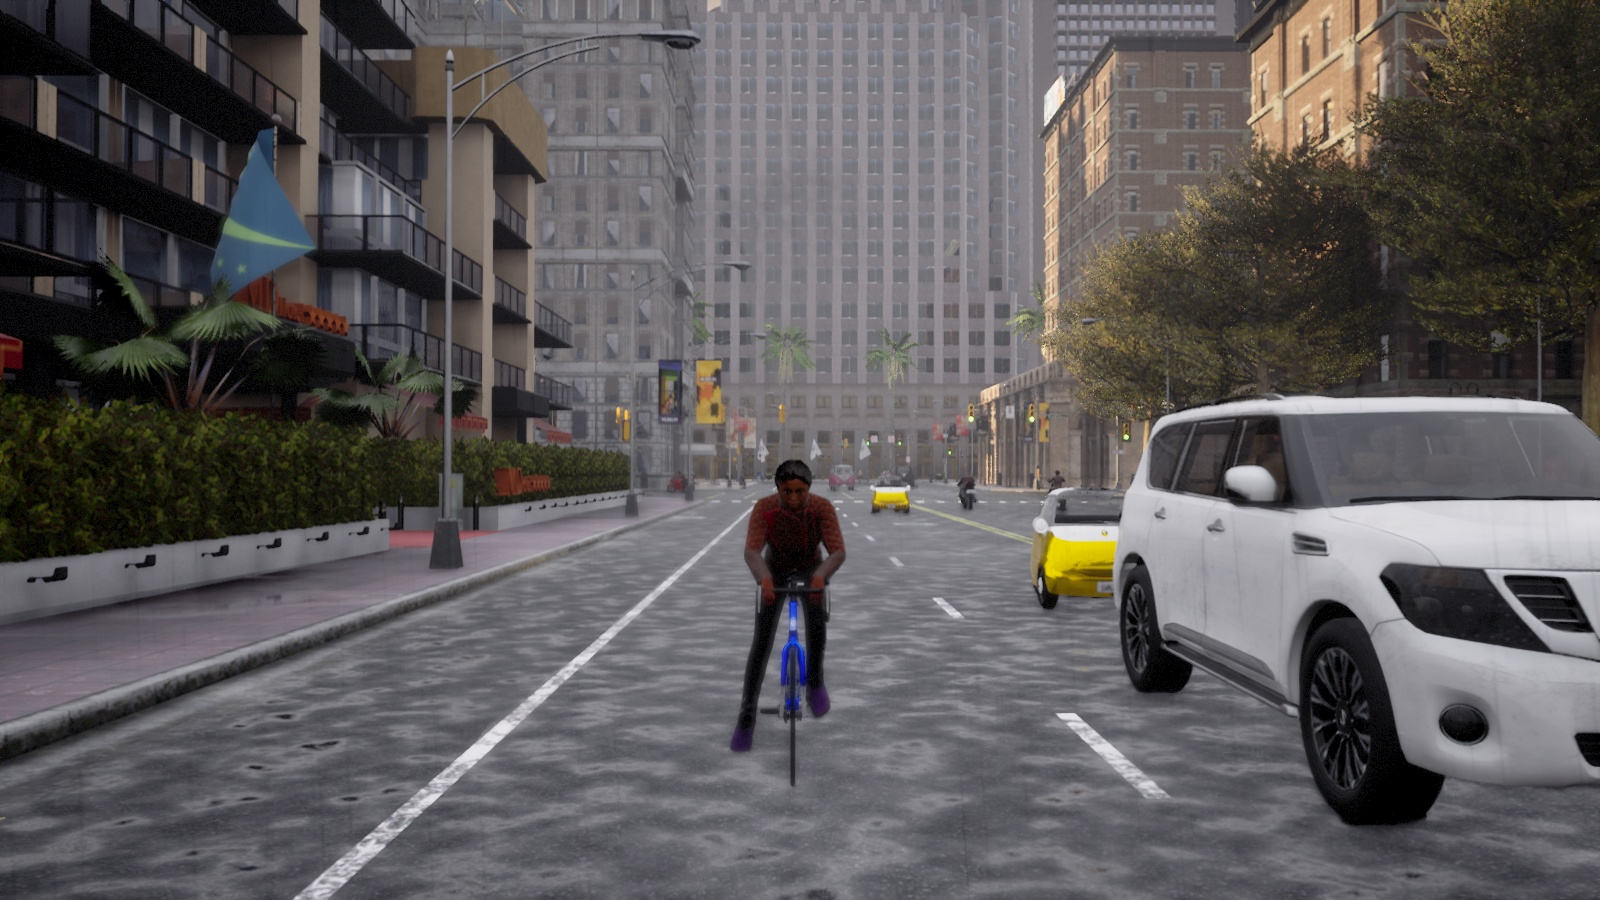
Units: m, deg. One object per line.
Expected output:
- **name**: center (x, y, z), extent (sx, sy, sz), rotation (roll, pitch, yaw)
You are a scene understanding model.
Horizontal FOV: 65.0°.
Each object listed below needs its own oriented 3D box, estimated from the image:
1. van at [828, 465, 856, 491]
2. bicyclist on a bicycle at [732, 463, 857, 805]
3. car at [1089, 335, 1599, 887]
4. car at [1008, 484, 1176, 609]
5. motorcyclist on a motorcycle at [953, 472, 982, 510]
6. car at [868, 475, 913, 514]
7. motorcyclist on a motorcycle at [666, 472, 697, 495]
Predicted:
- **van**: center (3.290, 2.194, 98.291), extent (1.775, 1.987, 4.442), rotation (0, -1, -3)
- **bicyclist on a bicycle**: center (-0.030, 0.883, 6.795), extent (0.582, 1.620, 1.656), rotation (0, -1, 0)
- **car**: center (3.465, 0.637, 7.463), extent (2.150, 2.045, 5.566), rotation (0, -1, 0)
- **car**: center (3.439, 1.101, 15.085), extent (1.481, 1.376, 2.207), rotation (0, -1, 0)
- **motorcyclist on a motorcycle**: center (6.802, 1.662, 51.084), extent (0.866, 1.530, 2.191), rotation (0, -1, 0)
- **car**: center (3.319, 1.627, 46.486), extent (1.481, 1.376, 2.207), rotation (0, -1, 0)
- **motorcyclist on a motorcycle**: center (-8.229, 2.311, 87.142), extent (2.044, 1.523, 0.797), rotation (0, -1, -22)
